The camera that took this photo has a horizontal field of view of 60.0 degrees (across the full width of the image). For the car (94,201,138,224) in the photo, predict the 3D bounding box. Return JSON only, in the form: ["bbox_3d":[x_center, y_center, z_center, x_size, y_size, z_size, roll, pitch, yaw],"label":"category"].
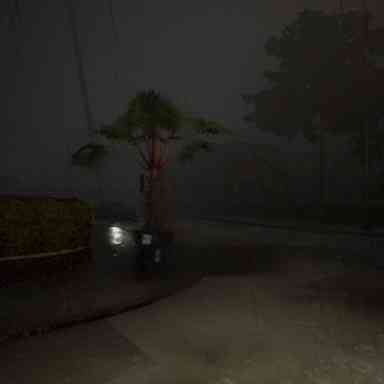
[{"bbox_3d":[-5.719,1.434,24.750,1.882,1.535,5.008,0,0,-35],"label":"car"}]
